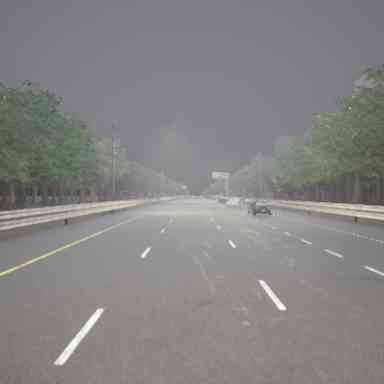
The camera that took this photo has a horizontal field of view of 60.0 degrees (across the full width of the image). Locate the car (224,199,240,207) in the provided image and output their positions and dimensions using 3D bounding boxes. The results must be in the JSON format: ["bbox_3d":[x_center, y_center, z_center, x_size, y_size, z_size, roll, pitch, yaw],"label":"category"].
[{"bbox_3d":[7.194,1.901,57.888,1.812,1.442,4.674,0,-1,0],"label":"car"}]

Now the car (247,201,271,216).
[{"bbox_3d":[7.074,1.715,35.136,1.812,1.442,4.674,0,-1,0],"label":"car"}]

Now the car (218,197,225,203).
[{"bbox_3d":[7.386,2.051,82.229,1.882,1.535,5.008,0,0,1],"label":"car"}]
